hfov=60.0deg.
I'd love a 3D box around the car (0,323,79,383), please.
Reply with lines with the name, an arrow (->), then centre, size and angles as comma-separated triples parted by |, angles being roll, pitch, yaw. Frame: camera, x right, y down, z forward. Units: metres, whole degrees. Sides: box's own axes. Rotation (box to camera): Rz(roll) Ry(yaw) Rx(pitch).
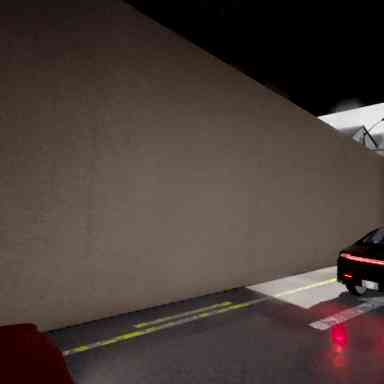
car -> -2.998, 1.601, 1.687 | 4.718, 1.301, 1.895 | 0, 0, -35

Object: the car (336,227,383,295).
car -> 5.244, 1.491, 7.512 | 4.902, 1.511, 2.128 | 0, 0, -35
